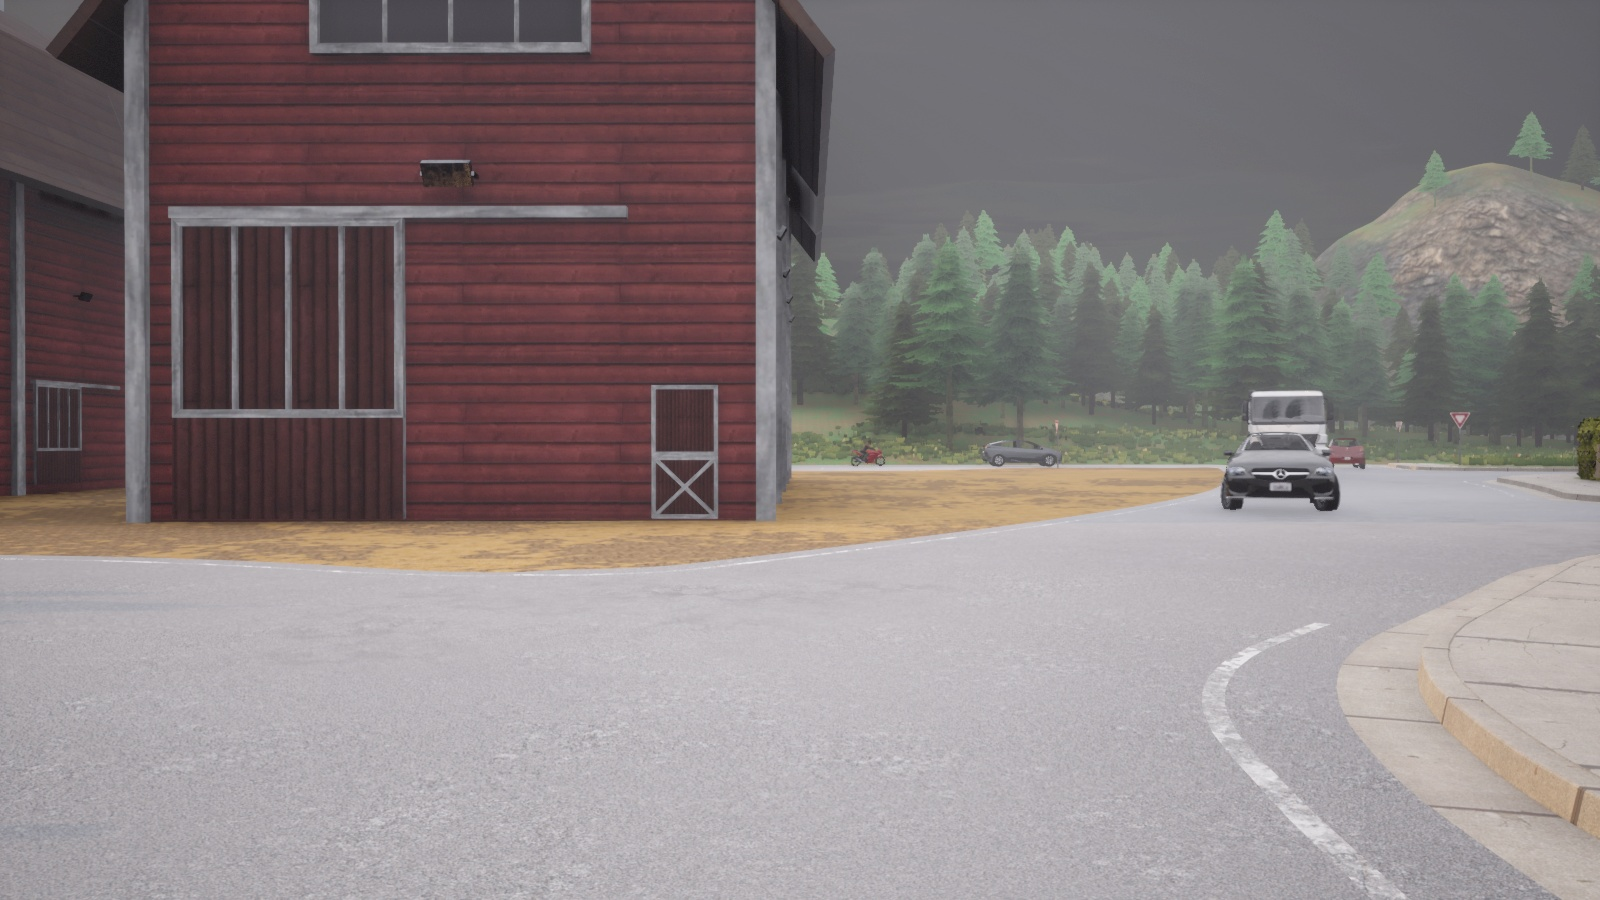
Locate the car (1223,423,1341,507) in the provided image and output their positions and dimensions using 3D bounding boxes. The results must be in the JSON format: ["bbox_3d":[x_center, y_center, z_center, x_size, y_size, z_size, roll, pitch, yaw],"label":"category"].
[{"bbox_3d":[10.409,0.284,27.454,2.152,1.651,5.027,0,0,18],"label":"car"}]

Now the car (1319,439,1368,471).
[{"bbox_3d":[26.359,0.212,60.995,1.845,1.501,3.633,0,1,18],"label":"car"}]

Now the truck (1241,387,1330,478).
[{"bbox_3d":[20.020,-0.712,52.194,2.891,3.462,7.936,0,0,17],"label":"truck"}]

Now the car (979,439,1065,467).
[{"bbox_3d":[12.558,0.161,71.235,4.514,1.525,2.007,0,0,1],"label":"car"}]

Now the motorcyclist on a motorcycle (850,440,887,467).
[{"bbox_3d":[3.879,0.191,71.365,2.044,1.523,0.797,-1,0,1],"label":"motorcyclist on a motorcycle"}]
